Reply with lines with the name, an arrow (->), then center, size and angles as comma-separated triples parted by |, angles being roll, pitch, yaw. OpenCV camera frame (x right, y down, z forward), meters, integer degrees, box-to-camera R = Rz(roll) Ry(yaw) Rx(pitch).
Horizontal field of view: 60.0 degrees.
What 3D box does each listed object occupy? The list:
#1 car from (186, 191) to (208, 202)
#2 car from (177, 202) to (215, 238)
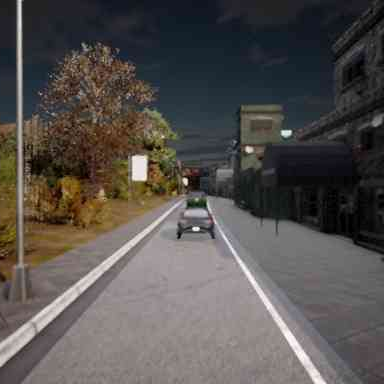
car -> 0.544, 0.857, 36.053 | 2.150, 2.045, 5.566 | 0, 1, 1
car -> 0.209, 1.473, 17.186 | 1.812, 1.442, 4.674 | 0, 0, 1
